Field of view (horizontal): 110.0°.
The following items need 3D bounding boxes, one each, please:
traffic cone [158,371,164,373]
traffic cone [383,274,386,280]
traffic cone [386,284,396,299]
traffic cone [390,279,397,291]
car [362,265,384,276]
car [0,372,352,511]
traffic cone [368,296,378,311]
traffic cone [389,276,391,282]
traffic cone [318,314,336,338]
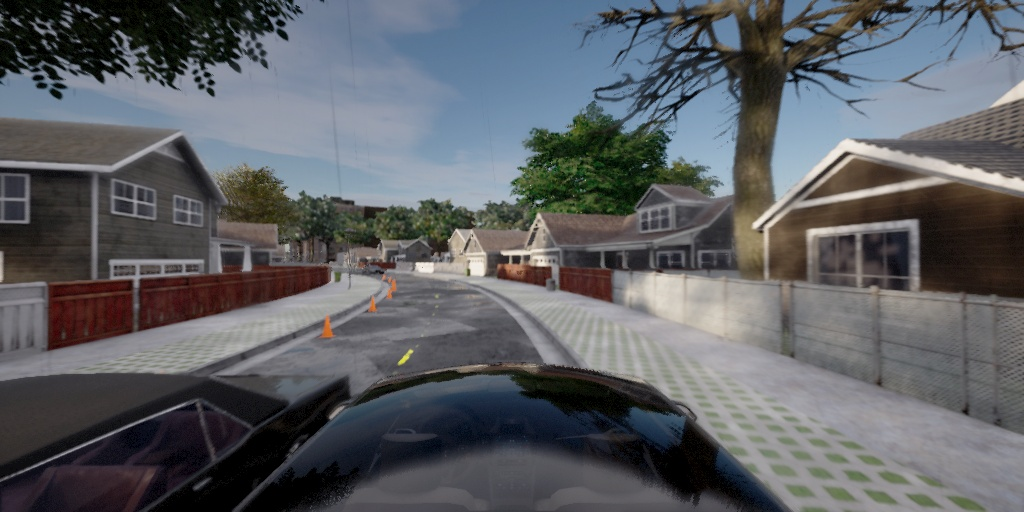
[{"bbox_3d":[-4.462,1.763,4.555,0.340,0.580,0.340,0,0,-3],"label":"traffic cone"},{"bbox_3d":[-13.206,2.173,37.059,0.340,0.580,0.340,0,0,-27],"label":"traffic cone"},{"bbox_3d":[-6.473,1.935,18.934,0.340,0.580,0.340,0,0,-13],"label":"traffic cone"},{"bbox_3d":[-7.732,1.995,23.613,0.340,0.580,0.340,0,0,-17],"label":"traffic cone"},{"bbox_3d":[-19.068,1.943,49.184,1.994,1.385,4.181,0,-1,-40],"label":"car"},{"bbox_3d":[-2.502,1.361,1.338,1.895,1.301,4.718,0,-1,-1],"label":"car"},{"bbox_3d":[-5.506,1.877,14.185,0.340,0.580,0.340,0,0,-10],"label":"traffic cone"},{"bbox_3d":[-9.277,2.054,28.204,0.340,0.580,0.340,0,0,-20],"label":"traffic cone"},{"bbox_3d":[-4.835,1.819,9.387,0.340,0.580,0.340,0,0,-6],"label":"traffic cone"}]
